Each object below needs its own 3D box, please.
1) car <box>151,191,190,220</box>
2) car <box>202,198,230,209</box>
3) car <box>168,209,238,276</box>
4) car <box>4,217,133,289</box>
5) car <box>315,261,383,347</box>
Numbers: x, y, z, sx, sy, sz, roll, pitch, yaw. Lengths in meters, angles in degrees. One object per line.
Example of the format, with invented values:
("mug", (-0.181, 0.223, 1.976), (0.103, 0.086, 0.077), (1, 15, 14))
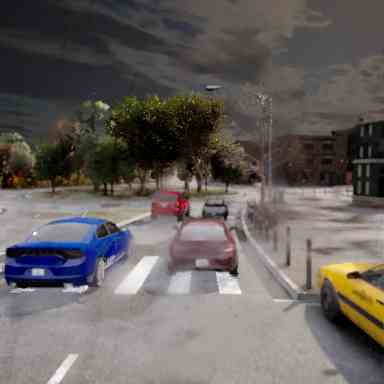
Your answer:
("car", (-1.502, 0.934, 24.908), (2.150, 2.045, 5.566), (1, 2, 8))
("car", (1.845, 1.209, 25.332), (2.128, 1.511, 4.902), (1, 2, 8))
("car", (0.349, 1.473, 10.068), (1.812, 1.442, 4.674), (0, 0, 3))
("car", (-2.958, 1.423, 9.102), (1.882, 1.535, 5.008), (0, 1, 3))
("car", (3.231, 1.455, 4.200), (1.946, 1.575, 5.366), (0, 0, 0))
